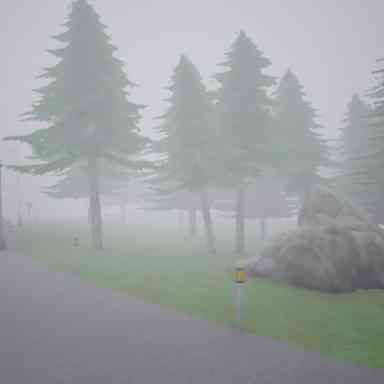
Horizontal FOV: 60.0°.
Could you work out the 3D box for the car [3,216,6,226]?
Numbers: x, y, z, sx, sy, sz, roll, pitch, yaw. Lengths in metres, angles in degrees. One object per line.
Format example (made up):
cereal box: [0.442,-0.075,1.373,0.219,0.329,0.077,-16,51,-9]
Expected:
car: [-21.935,3.090,36.239,2.128,1.511,4.902,-3,-2,-10]
